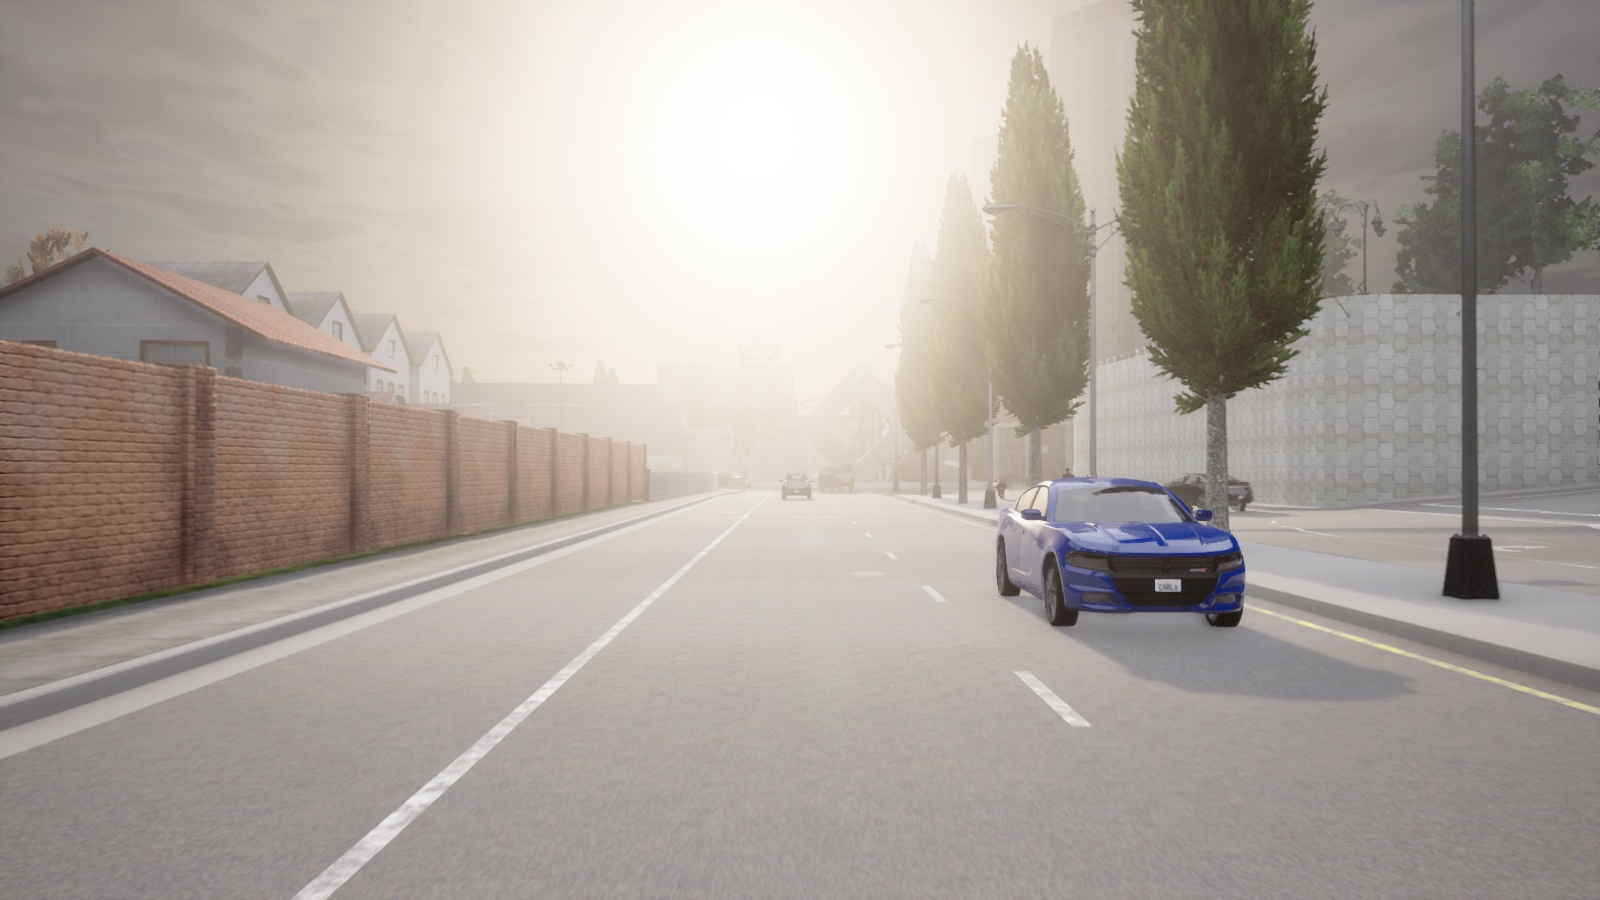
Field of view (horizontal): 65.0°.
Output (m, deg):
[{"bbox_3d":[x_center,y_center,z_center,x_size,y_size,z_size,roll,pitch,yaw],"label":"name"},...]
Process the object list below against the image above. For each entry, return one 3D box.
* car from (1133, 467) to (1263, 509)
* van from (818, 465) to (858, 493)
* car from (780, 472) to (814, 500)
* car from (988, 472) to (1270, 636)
[{"bbox_3d":[15.328,1.493,48.680,2.128,1.511,4.902,0,-2,-22],"label":"car"},{"bbox_3d":[2.744,2.106,92.569,1.775,1.987,4.442,0,-1,-15],"label":"van"},{"bbox_3d":[-0.170,2.009,70.445,1.845,1.501,3.633,0,-1,0],"label":"car"},{"bbox_3d":[3.465,1.018,14.313,1.882,1.535,5.008,0,-1,0],"label":"car"}]
